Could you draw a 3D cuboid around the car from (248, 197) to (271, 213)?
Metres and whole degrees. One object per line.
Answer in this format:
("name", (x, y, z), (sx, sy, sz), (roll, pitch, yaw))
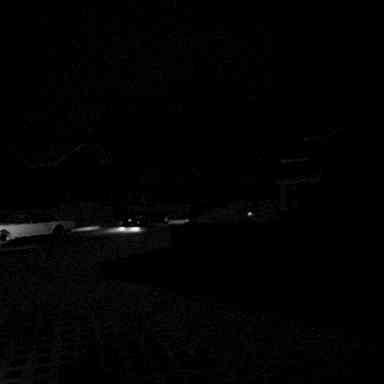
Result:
("car", (9.073, 1.662, 42.695), (2.150, 2.045, 5.566), (-3, -2, 29))

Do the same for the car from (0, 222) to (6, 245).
("car", (-7.976, 1.436, 9.812), (1.837, 1.490, 4.892), (-5, -1, 2))

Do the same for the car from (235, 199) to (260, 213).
("car", (7.748, 1.943, 46.188), (2.097, 1.767, 4.553), (-3, -2, 28))

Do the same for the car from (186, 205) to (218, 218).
("car", (1.266, 2.001, 34.140), (1.895, 1.301, 4.718), (-3, -2, 28))

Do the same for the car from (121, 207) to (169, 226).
("car", (-3.485, 1.831, 25.242), (1.994, 1.385, 4.181), (-3, -2, 27))

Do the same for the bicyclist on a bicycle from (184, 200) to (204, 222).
("bicyclist on a bicycle", (0.225, 1.288, 19.774), (1.656, 1.620, 0.582), (-3, -2, 28))

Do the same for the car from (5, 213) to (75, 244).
("car", (-8.255, 1.738, 16.371), (1.895, 1.301, 4.718), (-3, -2, 30))
